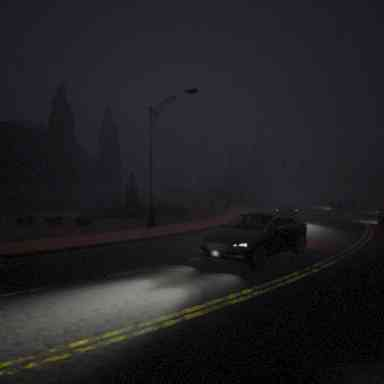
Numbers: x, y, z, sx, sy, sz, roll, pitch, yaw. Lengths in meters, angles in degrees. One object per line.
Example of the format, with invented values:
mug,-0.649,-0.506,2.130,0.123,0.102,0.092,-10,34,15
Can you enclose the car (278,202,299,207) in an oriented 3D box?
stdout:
car,8.121,1.534,28.367,1.895,1.301,4.718,0,0,17

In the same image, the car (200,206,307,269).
car,2.272,1.472,11.318,2.128,1.511,4.902,0,0,41

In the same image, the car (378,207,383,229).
car,12.560,1.432,20.346,1.812,1.442,4.674,0,0,26

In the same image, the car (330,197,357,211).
car,17.173,1.359,37.923,2.128,1.511,4.902,0,0,9
